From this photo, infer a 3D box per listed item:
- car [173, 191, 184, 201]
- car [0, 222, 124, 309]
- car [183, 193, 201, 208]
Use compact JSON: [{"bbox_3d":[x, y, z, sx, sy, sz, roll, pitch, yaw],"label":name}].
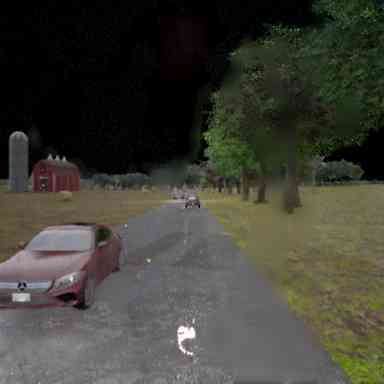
[{"bbox_3d":[-2.745,0.741,69.563,2.150,2.045,5.566,0,0,0],"label":"car"},{"bbox_3d":[-2.849,1.486,7.877,1.812,1.442,4.674,0,0,0],"label":"car"},{"bbox_3d":[0.104,1.237,43.442,1.812,1.442,4.674,0,0,0],"label":"car"}]
